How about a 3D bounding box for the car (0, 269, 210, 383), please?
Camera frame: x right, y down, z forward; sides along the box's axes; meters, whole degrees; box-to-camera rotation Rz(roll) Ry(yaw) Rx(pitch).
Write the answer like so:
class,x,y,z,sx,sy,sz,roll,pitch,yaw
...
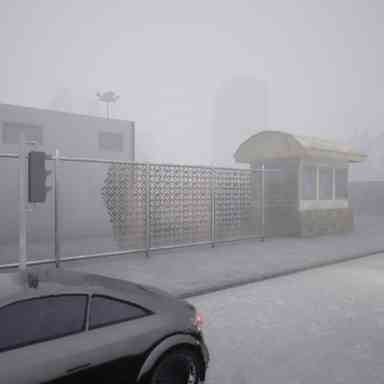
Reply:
class,x,y,z,sx,sy,sz,roll,pitch,yaw
car,-1.853,1.564,3.254,4.181,1.385,1.994,0,0,-36
